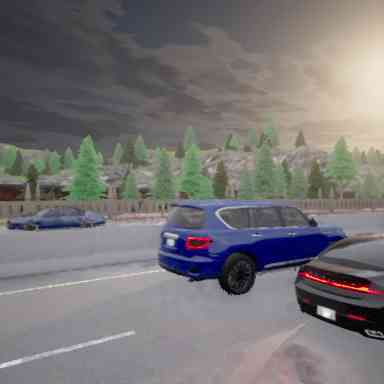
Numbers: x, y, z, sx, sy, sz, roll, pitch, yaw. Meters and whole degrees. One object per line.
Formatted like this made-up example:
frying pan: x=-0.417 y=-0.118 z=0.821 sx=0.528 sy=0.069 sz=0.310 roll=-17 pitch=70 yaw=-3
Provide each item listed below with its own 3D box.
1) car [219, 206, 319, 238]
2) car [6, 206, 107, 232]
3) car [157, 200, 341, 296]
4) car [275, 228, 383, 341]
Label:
car: x=4.325 y=1.570 z=18.504 sx=5.357 sy=1.411 sz=2.033 roll=0 pitch=0 yaw=-27
car: x=-7.857 y=1.559 z=19.584 sx=5.357 sy=1.411 sz=2.033 roll=0 pitch=0 yaw=-32
car: x=1.798 y=1.227 z=8.887 sx=5.566 sy=2.045 sz=2.150 roll=0 pitch=0 yaw=-31
car: x=4.021 y=1.507 z=6.104 sx=4.892 sy=1.490 sz=1.837 roll=0 pitch=0 yaw=-31
